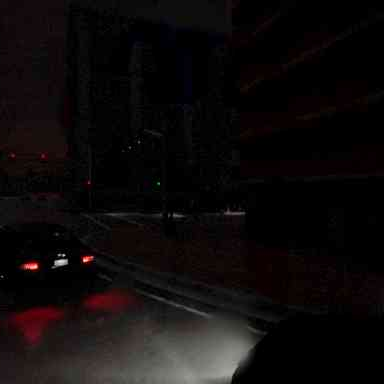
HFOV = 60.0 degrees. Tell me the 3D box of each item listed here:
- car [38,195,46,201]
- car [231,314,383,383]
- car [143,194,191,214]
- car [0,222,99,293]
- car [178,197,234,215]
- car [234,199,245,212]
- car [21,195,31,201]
[{"bbox_3d":[-37.089,1.540,82.302,2.033,1.411,5.357,0,0,-23],"label":"car"},{"bbox_3d":[2.873,1.547,2.017,5.357,1.411,2.033,0,0,35],"label":"car"},{"bbox_3d":[-2.527,1.277,36.489,5.566,2.045,2.150,0,0,-23],"label":"car"},{"bbox_3d":[-4.351,1.547,9.033,2.033,1.411,5.357,0,0,-39],"label":"car"},{"bbox_3d":[1.464,1.560,34.357,4.892,1.490,1.837,0,0,-23],"label":"car"},{"bbox_3d":[6.624,1.560,40.289,4.892,1.490,1.837,0,0,-23],"label":"car"},{"bbox_3d":[-40.176,1.525,80.618,2.128,1.511,4.902,0,0,-23],"label":"car"}]
